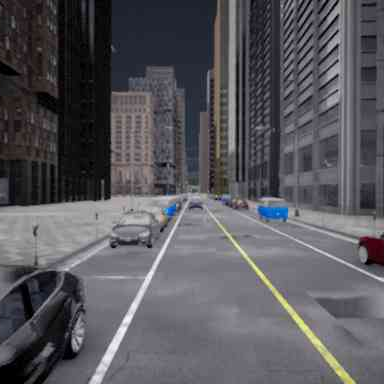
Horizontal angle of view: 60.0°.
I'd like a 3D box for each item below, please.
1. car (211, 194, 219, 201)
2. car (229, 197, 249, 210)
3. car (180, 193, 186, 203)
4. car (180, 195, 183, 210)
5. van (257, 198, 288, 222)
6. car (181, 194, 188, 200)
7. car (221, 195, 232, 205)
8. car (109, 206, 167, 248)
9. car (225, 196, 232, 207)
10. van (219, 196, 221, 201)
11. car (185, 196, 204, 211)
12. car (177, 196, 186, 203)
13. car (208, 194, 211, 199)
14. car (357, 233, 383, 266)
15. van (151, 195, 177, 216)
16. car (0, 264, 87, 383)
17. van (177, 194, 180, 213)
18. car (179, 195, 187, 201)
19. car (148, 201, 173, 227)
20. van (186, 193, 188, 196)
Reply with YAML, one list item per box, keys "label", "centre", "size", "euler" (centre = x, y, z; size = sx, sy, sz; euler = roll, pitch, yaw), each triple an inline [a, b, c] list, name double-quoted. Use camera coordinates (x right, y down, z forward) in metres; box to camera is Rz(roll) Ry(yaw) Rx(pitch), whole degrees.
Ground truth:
- label: "car"
  centre: [6.343, 1.550, 82.229]
  size: [1.887, 1.381, 4.507]
  euler: [0, 0, 0]
- label: "car"
  centre: [6.232, 1.596, 42.745]
  size: [1.802, 1.307, 4.206]
  euler: [0, 0, 0]
- label: "car"
  centre: [-2.293, 1.303, 42.765]
  size: [2.192, 1.841, 5.009]
  euler: [0, 0, 0]
- label: "car"
  centre: [-2.309, 1.429, 37.123]
  size: [1.967, 1.590, 4.097]
  euler: [0, 0, 0]
- label: "van"
  centre: [6.184, 1.357, 25.823]
  size: [1.690, 1.788, 3.998]
  euler: [0, 0, 0]
- label: "car"
  centre: [-2.151, 1.414, 93.532]
  size: [1.967, 1.590, 4.097]
  euler: [0, 0, 0]
- label: "car"
  centre: [6.263, 1.578, 54.026]
  size: [1.947, 1.339, 4.313]
  euler: [0, 0, 0]
- label: "car"
  centre: [-2.372, 1.542, 14.561]
  size: [2.008, 1.369, 4.403]
  euler: [0, 0, 0]
- label: "car"
  centre: [6.248, 1.595, 48.385]
  size: [1.802, 1.307, 4.206]
  euler: [0, 0, 0]
- label: "van"
  centre: [6.279, 1.352, 59.667]
  size: [1.690, 1.788, 3.998]
  euler: [0, 0, 0]
- label: "car"
  centre: [0.471, 1.544, 41.906]
  size: [2.033, 1.411, 5.357]
  euler: [0, 0, 0]
- label: "car"
  centre: [-2.214, 1.527, 70.969]
  size: [1.887, 1.381, 4.507]
  euler: [0, 0, 0]
- label: "car"
  centre: [6.374, 1.551, 93.510]
  size: [2.008, 1.369, 4.403]
  euler: [0, 0, 0]
- label: "car"
  centre: [6.137, 1.563, 8.901]
  size: [1.887, 1.381, 4.507]
  euler: [0, 0, 0]
- label: "van"
  centre: [-2.341, 1.331, 25.842]
  size: [1.690, 1.788, 3.998]
  euler: [0, 0, 0]
- label: "car"
  centre: [-2.404, 1.558, 3.279]
  size: [1.947, 1.339, 4.313]
  euler: [0, 0, 0]
- label: "van"
  centre: [-2.325, 1.330, 31.483]
  size: [1.690, 1.788, 3.998]
  euler: [0, 0, 0]
- label: "car"
  centre: [-2.183, 1.545, 82.250]
  size: [1.947, 1.339, 4.313]
  euler: [0, 0, 0]
- label: "car"
  centre: [-2.357, 1.516, 20.031]
  size: [1.752, 1.417, 4.829]
  euler: [0, 0, 0]
- label: "van"
  centre: [-2.230, 1.325, 65.328]
  size: [1.690, 1.788, 3.998]
  euler: [0, 0, 0]
